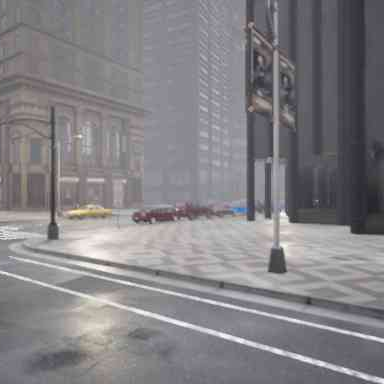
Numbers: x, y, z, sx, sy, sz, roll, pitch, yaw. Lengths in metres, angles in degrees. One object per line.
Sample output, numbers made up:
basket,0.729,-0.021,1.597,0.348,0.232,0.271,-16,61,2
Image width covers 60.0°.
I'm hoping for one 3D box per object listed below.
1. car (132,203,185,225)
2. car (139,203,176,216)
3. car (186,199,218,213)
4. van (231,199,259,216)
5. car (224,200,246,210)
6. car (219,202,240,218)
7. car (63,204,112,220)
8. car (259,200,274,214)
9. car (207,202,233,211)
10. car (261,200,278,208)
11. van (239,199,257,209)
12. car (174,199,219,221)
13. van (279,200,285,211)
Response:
car,-2.924,1.871,27.157,1.887,1.381,4.507,-1,-2,36
car,-4.137,2.057,40.077,2.008,1.369,4.403,-1,-2,36
car,1.567,1.953,48.016,2.192,1.841,5.009,-1,-2,36
van,5.998,1.875,39.542,1.690,1.788,3.998,-1,-2,36
car,7.272,2.209,55.946,1.967,1.590,4.097,-1,-2,36
car,3.025,2.047,35.410,1.802,1.307,4.206,-1,-2,36
car,-9.941,1.896,32.006,1.752,1.417,4.829,-1,-2,36
car,8.973,1.917,43.669,2.192,1.841,5.009,-1,-2,36
car,4.421,2.249,51.978,1.887,1.381,4.507,-1,-2,36
car,15.934,2.406,67.991,1.967,1.590,4.097,-1,-2,36
van,10.124,2.175,59.915,1.690,1.788,3.998,-1,-2,36
car,0.049,1.711,31.289,2.192,1.841,5.009,-1,-2,36
van,14.922,2.080,51.922,1.690,1.788,3.998,-1,-2,36
